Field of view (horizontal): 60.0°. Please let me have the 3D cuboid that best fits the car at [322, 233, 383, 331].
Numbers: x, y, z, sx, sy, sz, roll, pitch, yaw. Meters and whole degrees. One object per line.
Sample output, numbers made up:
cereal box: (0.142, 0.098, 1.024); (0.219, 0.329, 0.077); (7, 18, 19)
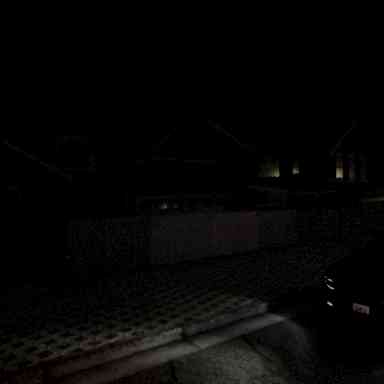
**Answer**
car: (4.525, 1.480, 6.534); (5.008, 1.535, 1.882); (0, 0, -38)
